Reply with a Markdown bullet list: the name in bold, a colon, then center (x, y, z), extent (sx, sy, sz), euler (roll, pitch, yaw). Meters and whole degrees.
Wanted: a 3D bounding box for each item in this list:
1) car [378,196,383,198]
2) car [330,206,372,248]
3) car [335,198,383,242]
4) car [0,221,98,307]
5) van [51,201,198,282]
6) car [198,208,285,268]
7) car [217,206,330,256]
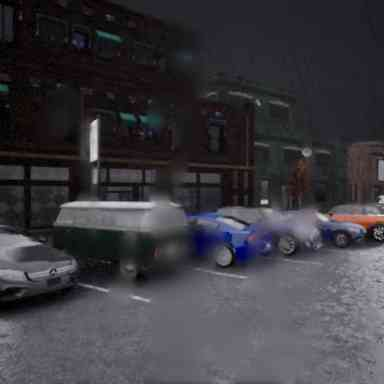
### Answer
- **car**: center (14.972, 1.228, 21.762), extent (5.566, 2.045, 2.435), euler (-1, -1, 35)
- **car**: center (5.154, 1.519, 14.820), extent (4.674, 1.452, 2.002), euler (-1, -1, 35)
- **car**: center (7.625, 1.352, 16.537), extent (4.553, 1.767, 2.185), euler (-1, -1, 35)
- **car**: center (-4.633, 1.526, 7.853), extent (4.674, 1.452, 2.002), euler (-1, -1, 34)
- **van**: center (-2.288, 1.260, 9.657), extent (4.442, 1.987, 1.878), euler (-1, -1, 34)
- **car**: center (0.261, 1.482, 11.328), extent (5.008, 1.535, 2.097), euler (-1, -1, 35)
- **car**: center (2.683, 1.355, 13.104), extent (4.553, 1.767, 2.185), euler (-1, -1, 34)
